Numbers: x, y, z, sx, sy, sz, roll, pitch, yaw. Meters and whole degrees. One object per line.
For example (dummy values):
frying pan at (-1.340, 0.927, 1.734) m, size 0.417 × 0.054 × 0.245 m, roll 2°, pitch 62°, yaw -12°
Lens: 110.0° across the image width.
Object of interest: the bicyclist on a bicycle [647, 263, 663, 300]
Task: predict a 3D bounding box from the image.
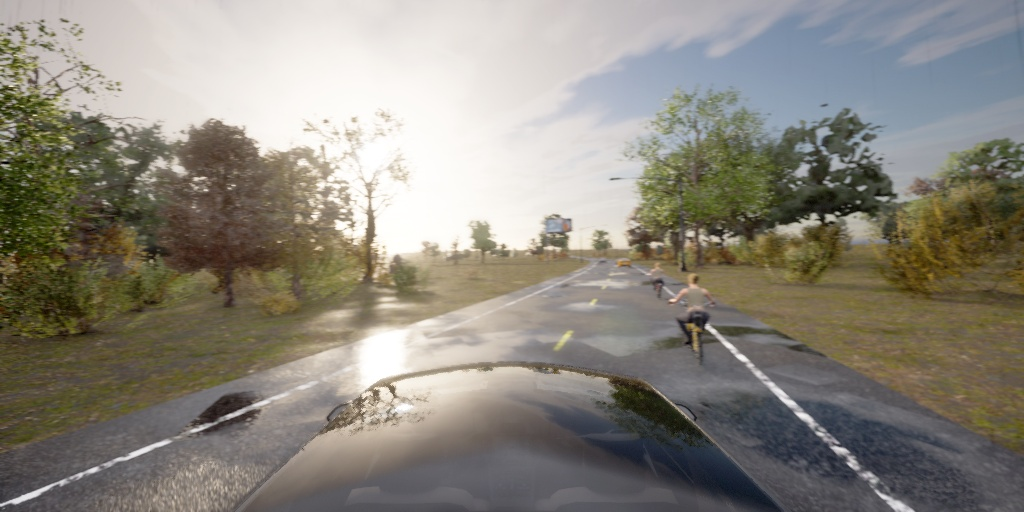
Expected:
bicyclist on a bicycle at (6.489, 1.103, 15.959) m, size 0.866 × 1.612 × 1.509 m, roll -2°, pitch 0°, yaw 18°

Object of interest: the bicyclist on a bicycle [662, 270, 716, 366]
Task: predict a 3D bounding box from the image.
bicyclist on a bicycle at (3.427, 1.126, 6.768) m, size 0.866 × 1.612 × 1.509 m, roll -2°, pitch 0°, yaw 19°

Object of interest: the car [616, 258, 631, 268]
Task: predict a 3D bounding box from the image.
car at (18.251, 1.080, 58.292) m, size 1.882 × 1.535 × 5.008 m, roll -2°, pitch 0°, yaw 15°
